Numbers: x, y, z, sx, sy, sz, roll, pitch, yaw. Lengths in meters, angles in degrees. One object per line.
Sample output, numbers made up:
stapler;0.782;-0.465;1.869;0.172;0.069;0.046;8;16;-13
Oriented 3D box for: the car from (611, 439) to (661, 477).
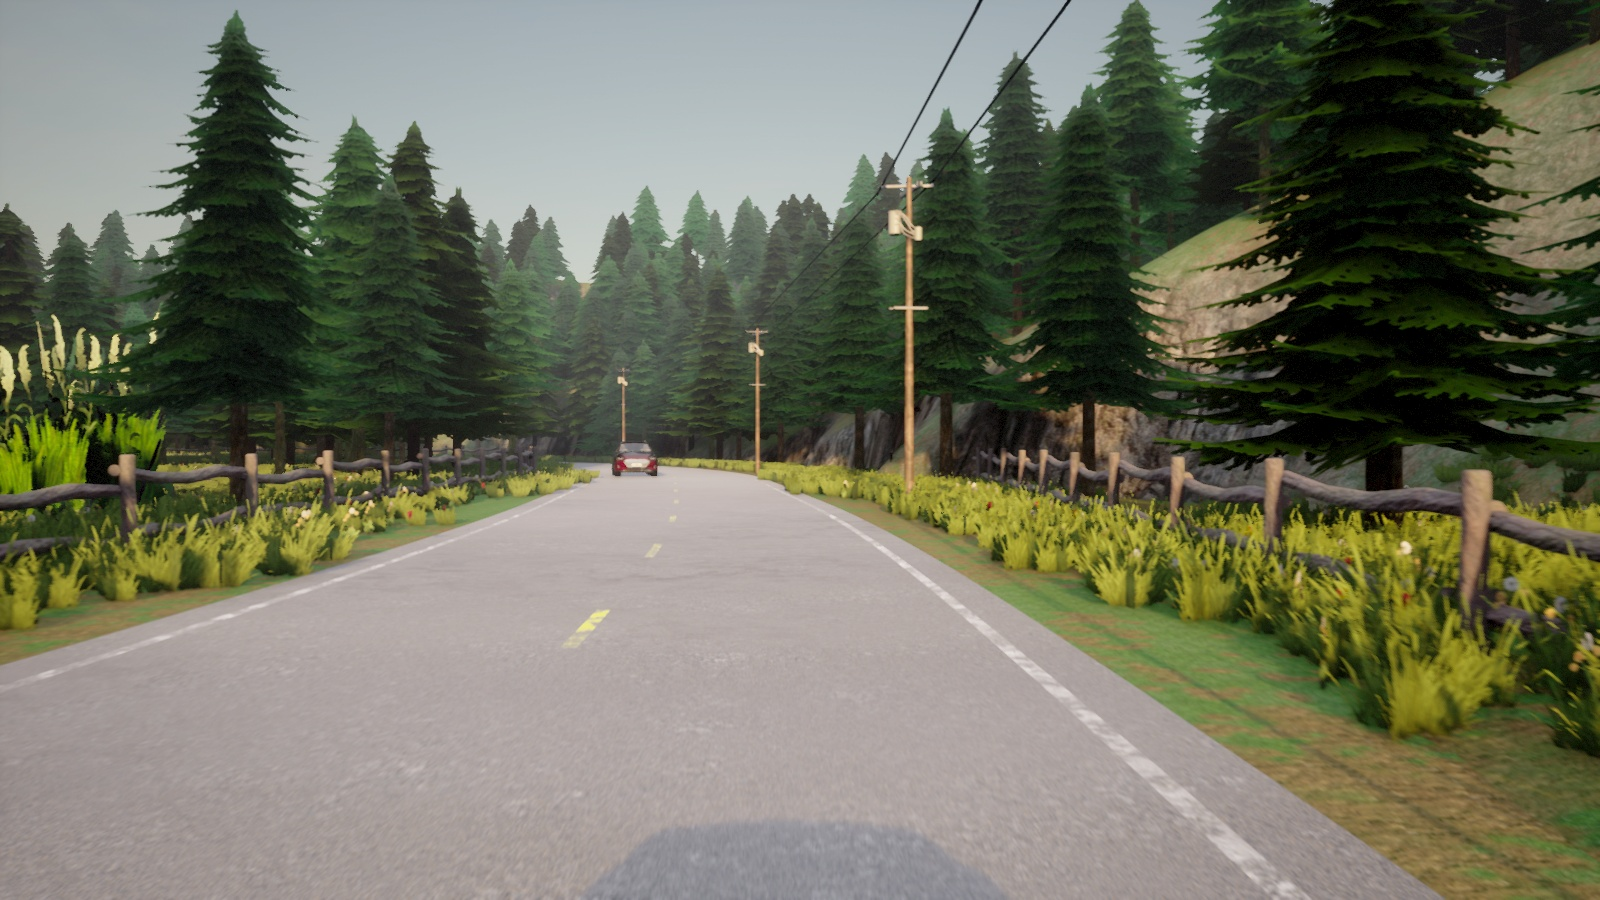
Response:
car;-7.489;0.351;56.874;2.033;1.649;4.856;0;0;-10
